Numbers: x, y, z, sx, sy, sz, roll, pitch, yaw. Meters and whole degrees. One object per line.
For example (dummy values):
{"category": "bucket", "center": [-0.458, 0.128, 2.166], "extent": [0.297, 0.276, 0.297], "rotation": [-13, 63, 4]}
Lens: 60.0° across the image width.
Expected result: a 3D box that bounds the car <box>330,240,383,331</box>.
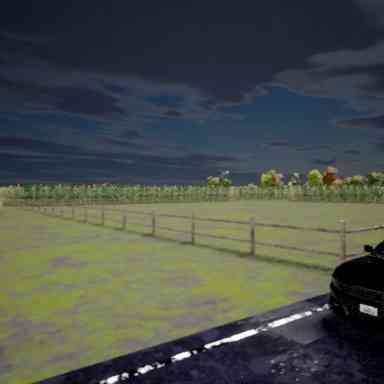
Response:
{"category": "car", "center": [4.646, 1.473, 6.338], "extent": [5.008, 1.535, 1.882], "rotation": [0, 0, -35]}
